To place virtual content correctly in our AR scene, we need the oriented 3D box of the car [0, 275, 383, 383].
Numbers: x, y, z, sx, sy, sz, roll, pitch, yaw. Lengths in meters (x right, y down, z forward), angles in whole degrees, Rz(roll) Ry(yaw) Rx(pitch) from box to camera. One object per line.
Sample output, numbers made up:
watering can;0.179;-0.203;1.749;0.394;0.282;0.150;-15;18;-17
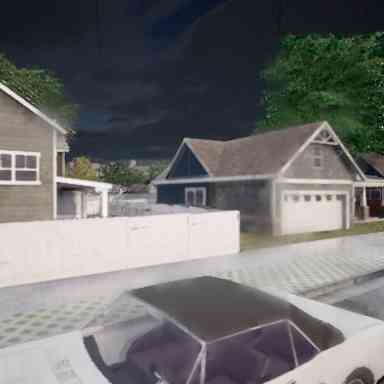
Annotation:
car;-0.198;1.598;2.915;4.718;1.301;1.895;0;0;-35
